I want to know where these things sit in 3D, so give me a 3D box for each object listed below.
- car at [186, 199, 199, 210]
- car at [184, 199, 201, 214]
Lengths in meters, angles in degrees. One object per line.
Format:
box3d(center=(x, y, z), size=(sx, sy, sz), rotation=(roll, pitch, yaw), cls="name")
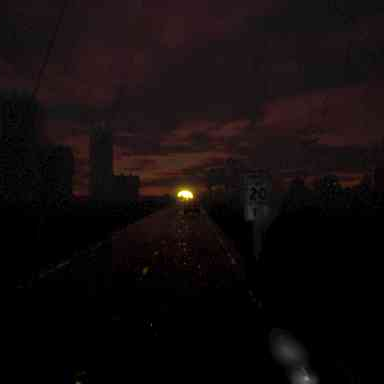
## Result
box3d(center=(0.025, 1.815, 49.215), size=(1.837, 1.490, 4.892), rotation=(0, 0, 0), cls="car")
box3d(center=(0.016, 1.785, 38.288), size=(2.033, 1.411, 5.357), rotation=(0, 0, 0), cls="car")
